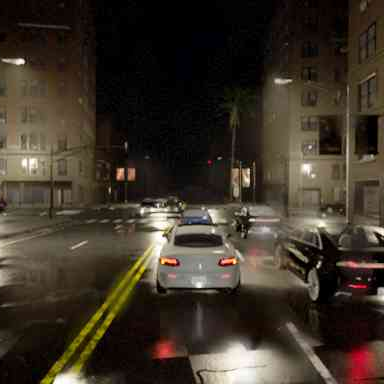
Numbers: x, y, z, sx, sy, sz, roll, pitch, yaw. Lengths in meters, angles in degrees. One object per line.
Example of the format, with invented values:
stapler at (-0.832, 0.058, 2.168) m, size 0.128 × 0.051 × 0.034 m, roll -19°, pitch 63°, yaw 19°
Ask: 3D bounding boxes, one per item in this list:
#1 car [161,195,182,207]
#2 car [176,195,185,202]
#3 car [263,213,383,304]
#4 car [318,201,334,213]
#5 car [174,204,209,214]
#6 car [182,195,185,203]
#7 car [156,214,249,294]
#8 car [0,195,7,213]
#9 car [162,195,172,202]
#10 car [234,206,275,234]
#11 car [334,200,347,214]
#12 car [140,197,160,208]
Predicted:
car at (-3.052, 1.370, 50.027) m, size 2.097 × 1.767 × 4.553 m, roll 0°, pitch 0°, yaw 0°
car at (-2.777, 1.539, 81.326) m, size 2.033 × 1.411 × 5.357 m, roll 0°, pitch 0°, yaw 0°
car at (3.375, 1.494, 8.144) m, size 2.128 × 1.511 × 4.902 m, roll 0°, pitch 0°, yaw 1°
car at (16.952, 1.612, 37.799) m, size 5.008 × 1.535 × 1.882 m, roll 0°, pitch 1°, yaw 1°
car at (0.204, 1.553, 18.137) m, size 2.033 × 1.411 × 5.357 m, roll 0°, pitch 0°, yaw 0°
car at (-2.848, 1.567, 69.296) m, size 2.033 × 1.411 × 5.357 m, roll 0°, pitch 0°, yaw 0°
car at (0.149, 1.528, 8.682) m, size 1.812 × 1.442 × 4.674 m, roll 0°, pitch 0°, yaw 0°
car at (-20.742, 1.361, 32.174) m, size 5.008 × 1.535 × 1.882 m, roll 0°, pitch 1°, yaw -8°
car at (-6.033, 1.548, 80.324) m, size 2.033 × 1.411 × 5.357 m, roll 0°, pitch 0°, yaw 0°
car at (3.351, 1.497, 17.452) m, size 2.128 × 1.511 × 4.902 m, roll 0°, pitch 0°, yaw 0°
car at (16.398, 1.778, 31.854) m, size 4.313 × 1.339 × 1.947 m, roll 0°, pitch 0°, yaw 1°
car at (-6.380, 1.618, 49.444) m, size 1.895 × 1.301 × 4.718 m, roll 0°, pitch 0°, yaw 2°
